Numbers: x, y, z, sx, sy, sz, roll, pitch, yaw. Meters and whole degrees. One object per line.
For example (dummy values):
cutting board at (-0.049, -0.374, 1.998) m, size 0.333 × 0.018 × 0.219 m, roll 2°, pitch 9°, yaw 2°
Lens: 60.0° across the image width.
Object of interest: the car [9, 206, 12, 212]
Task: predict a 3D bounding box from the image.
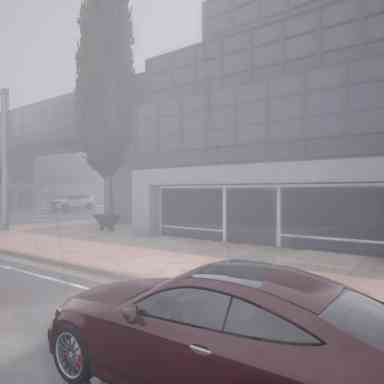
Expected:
car at (-20.023, 1.597, 31.806) m, size 1.895 × 1.301 × 4.718 m, roll 0°, pitch 0°, yaw 36°

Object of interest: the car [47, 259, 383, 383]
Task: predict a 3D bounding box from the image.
car at (0.344, 1.526, 3.721) m, size 4.674 × 1.442 × 1.812 m, roll 0°, pitch 0°, yaw 35°

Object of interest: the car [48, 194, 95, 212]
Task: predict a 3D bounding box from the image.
car at (-14.262, 1.216, 39.855) m, size 2.150 × 2.045 × 5.566 m, roll 0°, pitch 0°, yaw 36°

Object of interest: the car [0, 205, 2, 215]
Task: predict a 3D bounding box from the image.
car at (-7.624, 1.220, 9.356) m, size 5.566 × 2.045 × 2.150 m, roll 0°, pitch 0°, yaw 38°
